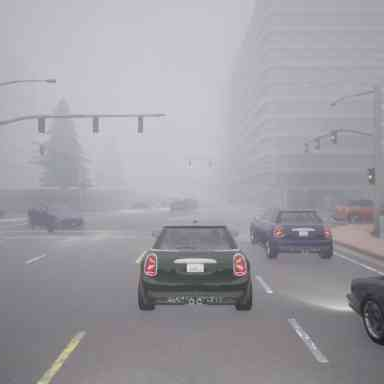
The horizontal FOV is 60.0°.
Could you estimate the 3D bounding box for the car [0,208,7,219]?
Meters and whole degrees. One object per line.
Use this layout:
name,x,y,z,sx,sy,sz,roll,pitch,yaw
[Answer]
car,-17.365,1.470,26.571,4.674,1.442,1.812,0,0,-1

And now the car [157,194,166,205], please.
car,-3.620,1.491,51.040,2.128,1.511,4.902,0,0,0

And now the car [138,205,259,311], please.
car,0.067,1.352,7.948,2.097,1.767,4.553,0,0,0

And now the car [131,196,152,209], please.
car,-7.121,1.601,45.569,1.895,1.301,4.718,0,0,0

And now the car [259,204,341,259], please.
car,3.581,1.352,12.788,2.097,1.767,4.553,0,0,0

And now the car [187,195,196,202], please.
car,-0.036,1.525,81.084,2.128,1.511,4.902,0,0,0

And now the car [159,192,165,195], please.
car,-7.077,1.221,63.878,2.150,2.045,5.566,0,0,0

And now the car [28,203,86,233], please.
car,-8.129,1.462,19.839,1.882,1.535,5.008,2,-1,-44

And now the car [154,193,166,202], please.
car,-7.033,1.225,74.523,2.150,2.045,5.566,0,0,0

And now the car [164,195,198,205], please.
car,-0.810,1.465,36.546,2.128,1.511,4.902,0,0,21

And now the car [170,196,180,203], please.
car,-3.532,1.595,71.058,1.895,1.301,4.718,0,0,0

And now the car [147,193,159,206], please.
car,-7.114,1.352,54.464,2.097,1.767,4.553,0,0,0

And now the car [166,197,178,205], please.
car,-3.598,1.564,60.927,1.994,1.385,4.181,0,0,0

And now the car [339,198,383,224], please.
car,12.505,1.294,23.690,4.553,1.767,2.097,0,0,-6

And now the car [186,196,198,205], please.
car,0.071,1.491,61.754,2.128,1.511,4.902,0,0,0

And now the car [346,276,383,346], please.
car,3.597,1.547,3.313,2.033,1.411,5.357,0,0,0
